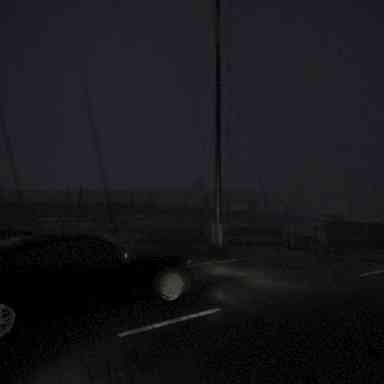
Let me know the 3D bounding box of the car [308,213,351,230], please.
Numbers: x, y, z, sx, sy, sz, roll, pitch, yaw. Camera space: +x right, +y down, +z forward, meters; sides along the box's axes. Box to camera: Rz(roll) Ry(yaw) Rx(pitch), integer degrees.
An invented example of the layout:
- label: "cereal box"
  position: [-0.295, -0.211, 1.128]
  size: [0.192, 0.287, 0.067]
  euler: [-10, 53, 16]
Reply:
- label: "car"
  position: [15.104, 3.298, 36.222]
  size: [5.566, 2.045, 2.150]
  euler: [9, -5, -35]

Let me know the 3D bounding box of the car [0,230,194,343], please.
- label: "car"
  position: [-2.257, 1.477, 6.434]
  size: [5.008, 1.535, 1.882]
  euler: [0, 0, -35]
